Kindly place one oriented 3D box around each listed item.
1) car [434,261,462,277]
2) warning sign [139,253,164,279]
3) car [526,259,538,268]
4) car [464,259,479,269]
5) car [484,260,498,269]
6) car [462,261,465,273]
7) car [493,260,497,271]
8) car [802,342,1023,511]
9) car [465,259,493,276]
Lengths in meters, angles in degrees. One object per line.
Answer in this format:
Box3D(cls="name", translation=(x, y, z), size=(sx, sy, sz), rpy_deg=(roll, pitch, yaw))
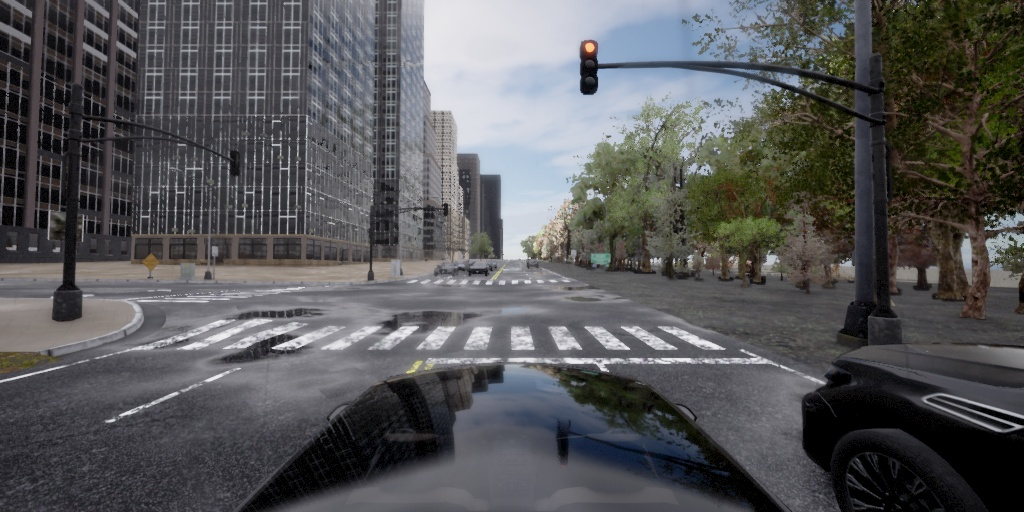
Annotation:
Box3D(cls="car", translation=(-6.589, 1.337, 36.413), size=(1.994, 1.385, 4.181), rpy_deg=(0, 0, 0))
Box3D(cls="warning sign", translation=(-26.157, 0.734, 25.921), size=(1.060, 1.860, 1.300), rpy_deg=(0, 0, -4))
Box3D(cls="car", translation=(3.393, 1.226, 60.191), size=(2.128, 1.511, 4.902), rpy_deg=(2, 0, 0))
Box3D(cls="car", translation=(-6.569, 1.266, 59.077), size=(1.882, 1.535, 5.008), rpy_deg=(0, 0, 0))
Box3D(cls="car", translation=(-3.332, 1.335, 57.799), size=(2.033, 1.411, 5.357), rpy_deg=(0, 0, 0))
Box3D(cls="car", translation=(-6.591, 1.326, 45.666), size=(2.033, 1.411, 5.357), rpy_deg=(0, 0, 0))
Box3D(cls="car", translation=(-3.342, 1.381, 46.470), size=(1.895, 1.301, 4.718), rpy_deg=(0, 0, 0))
Box3D(cls="car", translation=(3.359, 0.963, 0.428), size=(2.150, 2.045, 5.566), rpy_deg=(0, 0, 0))
Box3D(cls="car", translation=(-3.339, 1.251, 37.119), size=(1.882, 1.535, 5.008), rpy_deg=(0, 0, 0))
